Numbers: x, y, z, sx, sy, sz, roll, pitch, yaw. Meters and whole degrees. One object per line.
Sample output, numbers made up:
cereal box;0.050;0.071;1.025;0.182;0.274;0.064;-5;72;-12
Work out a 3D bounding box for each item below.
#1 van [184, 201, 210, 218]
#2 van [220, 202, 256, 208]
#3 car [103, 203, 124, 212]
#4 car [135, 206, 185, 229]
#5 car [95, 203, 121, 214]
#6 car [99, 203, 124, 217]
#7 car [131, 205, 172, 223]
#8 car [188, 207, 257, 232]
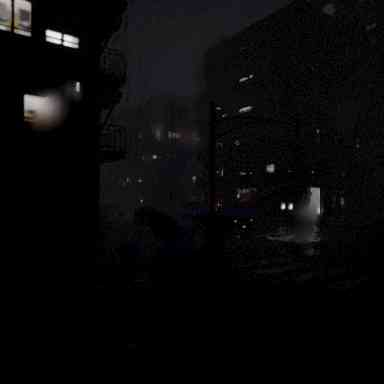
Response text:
van;0.728;1.868;34.895;1.690;1.788;3.998;-1;0;-36
van;4.045;1.796;30.381;1.690;1.788;3.998;-1;0;-36
car;-12.538;2.399;52.949;1.802;1.307;4.206;-1;0;-36
car;-2.695;1.990;25.460;1.802;1.307;4.206;-1;0;-36
car;-12.199;2.350;48.132;1.895;1.301;4.718;0;-1;-36
car;-9.879;2.225;39.577;1.895;1.301;4.718;0;-1;-36
car;-3.895;2.020;31.456;1.812;1.442;4.674;0;-1;-37
car;2.087;1.964;23.306;1.895;1.301;4.718;0;-1;-37
